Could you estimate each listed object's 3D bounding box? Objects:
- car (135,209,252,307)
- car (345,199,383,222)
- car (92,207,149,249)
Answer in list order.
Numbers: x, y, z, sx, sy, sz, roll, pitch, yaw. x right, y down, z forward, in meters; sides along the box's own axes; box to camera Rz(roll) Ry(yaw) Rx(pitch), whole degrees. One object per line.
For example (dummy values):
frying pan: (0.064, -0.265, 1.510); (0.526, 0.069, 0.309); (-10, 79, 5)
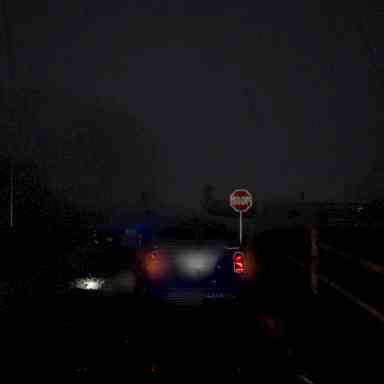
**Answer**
car: (0.083, 1.352, 8.161); (2.097, 1.767, 4.553); (0, 0, 0)
car: (14.222, 1.294, 25.417); (4.553, 1.767, 2.097); (0, 0, -1)
car: (-2.653, 1.477, 14.704); (1.882, 1.535, 5.008); (-1, 0, 9)
